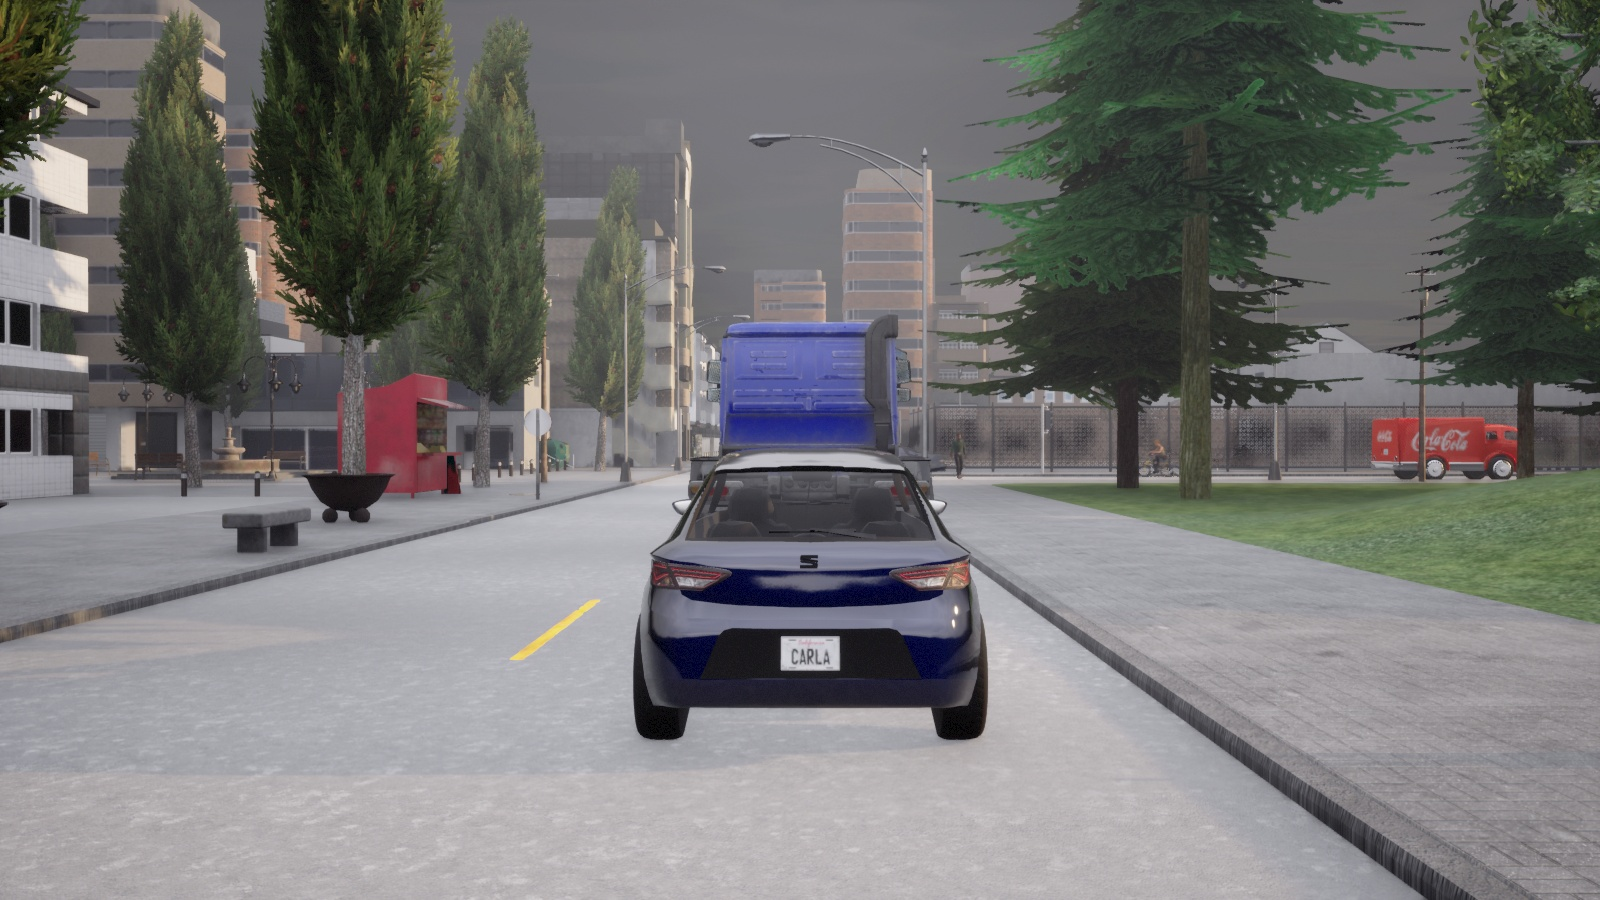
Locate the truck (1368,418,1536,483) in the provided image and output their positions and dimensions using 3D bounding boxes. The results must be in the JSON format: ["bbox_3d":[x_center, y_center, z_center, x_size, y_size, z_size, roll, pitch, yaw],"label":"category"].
[{"bbox_3d":[25.438,0.003,49.137,5.204,2.467,2.627,0,0,0],"label":"truck"}]

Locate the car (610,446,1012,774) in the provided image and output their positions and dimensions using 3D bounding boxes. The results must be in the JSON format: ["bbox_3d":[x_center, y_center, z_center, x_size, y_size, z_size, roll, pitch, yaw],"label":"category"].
[{"bbox_3d":[0.061,0.716,7.772,1.816,1.474,4.193,0,0,0],"label":"car"}]

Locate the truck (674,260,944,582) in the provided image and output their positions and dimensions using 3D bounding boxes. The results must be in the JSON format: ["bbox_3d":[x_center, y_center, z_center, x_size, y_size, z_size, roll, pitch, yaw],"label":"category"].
[{"bbox_3d":[0.122,-0.334,17.460,2.891,3.462,7.936,0,0,0],"label":"truck"}]

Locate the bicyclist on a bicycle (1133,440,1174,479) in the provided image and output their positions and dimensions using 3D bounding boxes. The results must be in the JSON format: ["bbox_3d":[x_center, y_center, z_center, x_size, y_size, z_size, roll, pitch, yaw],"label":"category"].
[{"bbox_3d":[14.977,0.395,53.186,1.509,1.612,0.866,0,0,1],"label":"bicyclist on a bicycle"}]

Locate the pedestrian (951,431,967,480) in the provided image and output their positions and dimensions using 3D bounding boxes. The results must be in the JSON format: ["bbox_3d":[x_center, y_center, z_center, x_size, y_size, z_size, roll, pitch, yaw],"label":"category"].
[{"bbox_3d":[6.262,0.212,49.427,0.423,1.949,0.788,0,0,-6],"label":"pedestrian"}]

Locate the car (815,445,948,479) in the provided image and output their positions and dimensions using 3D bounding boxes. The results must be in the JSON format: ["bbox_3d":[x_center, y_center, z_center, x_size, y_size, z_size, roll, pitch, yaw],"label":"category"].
[{"bbox_3d":[3.387,0.497,53.056,5.357,1.411,2.033,0,0,-5],"label":"car"}]
